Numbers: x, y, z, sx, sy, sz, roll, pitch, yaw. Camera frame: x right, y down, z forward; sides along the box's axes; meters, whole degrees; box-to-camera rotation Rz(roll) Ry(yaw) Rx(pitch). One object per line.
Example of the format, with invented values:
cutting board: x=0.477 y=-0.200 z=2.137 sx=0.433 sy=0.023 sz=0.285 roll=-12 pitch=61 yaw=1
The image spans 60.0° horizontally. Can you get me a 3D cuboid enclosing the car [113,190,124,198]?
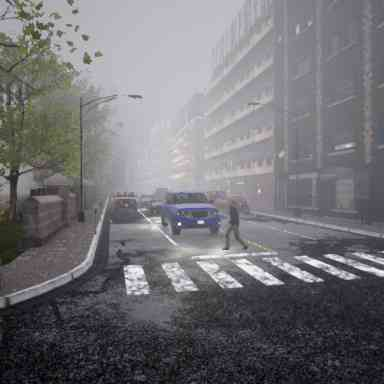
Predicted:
car: x=-13.973 y=0.430 z=63.070 sx=2.008 sy=1.369 sz=4.403 roll=1 pitch=1 yaw=-14

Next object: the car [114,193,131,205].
car: x=-8.786 y=0.835 z=41.598 sx=1.947 sy=1.339 sz=4.313 roll=1 pitch=1 yaw=-14

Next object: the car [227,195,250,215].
car: x=3.252 y=0.953 z=27.457 sx=1.967 sy=1.590 sz=4.097 roll=1 pitch=1 yaw=-14

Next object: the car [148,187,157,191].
car: x=-4.733 y=0.339 z=49.417 sx=2.150 sy=2.045 sz=5.566 roll=0 pitch=1 yaw=-13

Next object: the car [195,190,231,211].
car: x=1.957 y=0.730 z=32.823 sx=2.192 sy=1.841 sz=5.009 roll=1 pitch=1 yaw=-14

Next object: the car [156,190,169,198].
car: x=-5.866 y=0.352 z=65.201 sx=1.752 sy=1.417 sz=4.829 roll=1 pitch=1 yaw=-14

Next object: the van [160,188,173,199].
van: x=-4.527 y=0.269 z=59.665 sx=1.690 sy=1.788 sz=3.998 roll=1 pitch=1 yaw=-14

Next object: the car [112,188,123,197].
car: x=-16.562 y=-0.001 z=73.803 sx=2.192 sy=1.841 sz=5.009 roll=1 pitch=1 yaw=-14

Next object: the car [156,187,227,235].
car: x=-0.261 y=0.928 z=17.278 sx=2.150 sy=2.045 sz=5.566 roll=0 pitch=1 yaw=-14

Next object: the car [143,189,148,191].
car: x=-7.165 y=0.461 z=59.470 sx=1.812 sy=1.442 sz=4.674 roll=0 pitch=1 yaw=-14

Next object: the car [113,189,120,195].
car: x=-20.457 y=-0.043 z=89.911 sx=1.947 sy=1.339 sz=4.313 roll=1 pitch=1 yaw=-14

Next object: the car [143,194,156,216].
car: x=-2.508 y=1.101 z=26.590 sx=1.994 sy=1.385 sz=4.181 roll=0 pitch=1 yaw=-14

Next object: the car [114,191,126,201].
car: x=-11.339 y=0.602 z=52.168 sx=1.752 sy=1.417 sz=4.829 roll=1 pitch=1 yaw=-14

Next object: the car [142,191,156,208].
car: x=-4.851 y=0.908 z=36.308 sx=2.033 sy=1.411 sz=5.357 roll=0 pitch=1 yaw=-14

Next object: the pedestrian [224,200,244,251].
pedestrian: x=1.444 y=1.104 z=11.507 sx=0.375 sy=1.860 sz=0.375 roll=1 pitch=0 yaw=-14

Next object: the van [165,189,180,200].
van: x=-3.230 y=0.366 z=54.298 sx=1.690 sy=1.788 sz=3.998 roll=1 pitch=1 yaw=-14

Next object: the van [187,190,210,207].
van: x=0.660 y=0.659 z=38.192 sx=1.690 sy=1.788 sz=3.998 roll=1 pitch=1 yaw=-14

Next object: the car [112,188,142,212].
car: x=-6.188 y=0.779 z=30.857 sx=2.192 sy=1.841 sz=5.009 roll=1 pitch=1 yaw=-14
